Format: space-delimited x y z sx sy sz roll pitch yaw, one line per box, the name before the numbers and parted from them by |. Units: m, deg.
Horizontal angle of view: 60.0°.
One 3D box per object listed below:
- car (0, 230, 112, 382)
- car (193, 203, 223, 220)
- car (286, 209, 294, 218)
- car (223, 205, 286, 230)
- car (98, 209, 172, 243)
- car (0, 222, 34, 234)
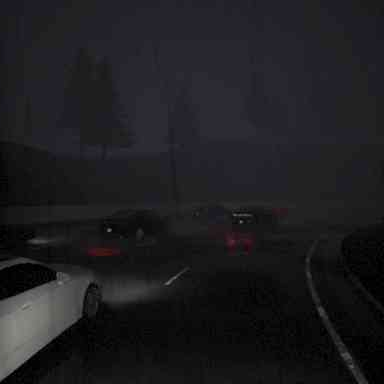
car | -2.826 1.542 4.395 1.812 1.442 4.674 0 0 7
car | 2.009 1.796 31.588 1.812 1.442 4.674 0 -1 40
car | 8.142 1.925 32.724 4.718 1.301 1.895 1 -1 -44
car | 4.437 1.710 22.950 2.128 1.511 4.902 0 -1 34
car | -2.743 1.597 17.199 1.882 1.535 5.008 0 -1 23
car | -8.481 1.587 12.508 2.033 1.411 5.357 0 0 17
